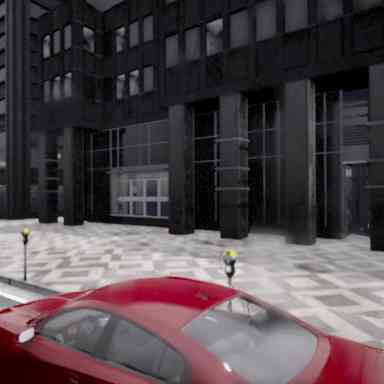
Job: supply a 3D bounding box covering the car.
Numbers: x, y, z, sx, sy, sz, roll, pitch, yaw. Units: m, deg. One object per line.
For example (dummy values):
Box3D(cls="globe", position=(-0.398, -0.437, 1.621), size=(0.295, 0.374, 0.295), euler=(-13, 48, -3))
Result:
Box3D(cls="car", position=(-0.506, 1.563, 3.324), size=(4.507, 1.381, 1.887), euler=(-1, 0, 36))
